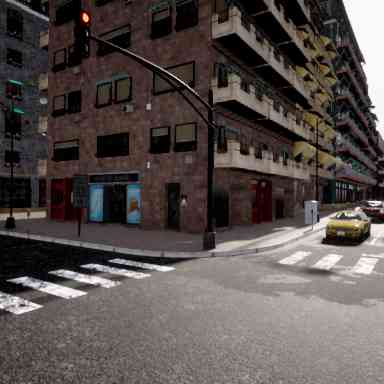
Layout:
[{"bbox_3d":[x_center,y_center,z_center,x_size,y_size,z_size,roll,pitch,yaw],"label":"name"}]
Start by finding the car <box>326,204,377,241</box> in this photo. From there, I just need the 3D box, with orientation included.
[{"bbox_3d":[8.021,1.535,16.899,1.752,1.417,4.829,1,1,34],"label":"car"}]

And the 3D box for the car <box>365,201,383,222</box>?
[{"bbox_3d":[14.405,1.457,26.411,1.967,1.590,4.097,1,1,34],"label":"car"}]
